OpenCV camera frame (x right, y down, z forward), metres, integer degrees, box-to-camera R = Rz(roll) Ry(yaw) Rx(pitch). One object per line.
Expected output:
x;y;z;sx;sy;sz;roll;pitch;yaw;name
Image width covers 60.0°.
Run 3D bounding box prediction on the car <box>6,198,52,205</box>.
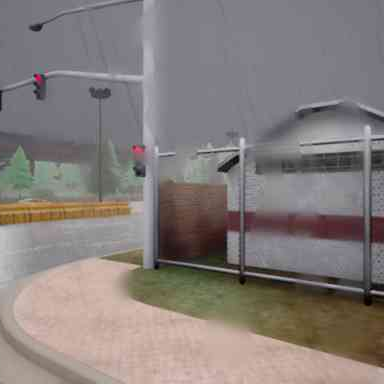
-17.982;1.450;36.681;1.882;1.535;5.008;0;0;34;car
